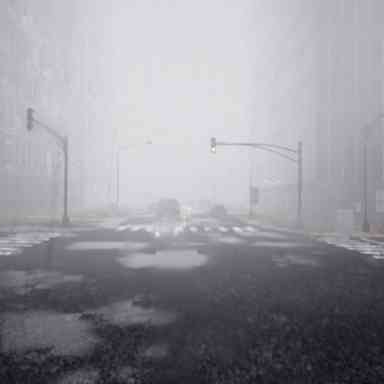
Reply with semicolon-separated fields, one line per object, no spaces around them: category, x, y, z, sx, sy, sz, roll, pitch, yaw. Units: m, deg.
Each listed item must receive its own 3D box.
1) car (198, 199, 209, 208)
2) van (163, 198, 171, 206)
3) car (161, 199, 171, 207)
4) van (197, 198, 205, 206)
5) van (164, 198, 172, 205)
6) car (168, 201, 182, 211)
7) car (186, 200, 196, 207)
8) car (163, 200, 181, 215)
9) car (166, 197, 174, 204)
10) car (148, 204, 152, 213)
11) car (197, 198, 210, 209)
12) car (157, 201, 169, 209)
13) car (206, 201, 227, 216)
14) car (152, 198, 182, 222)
car;2.336;2.319;67.235;1.967;1.590;4.097;0;-1;-1
van;-5.817;2.319;78.092;1.690;1.788;3.998;0;-1;-1
car;-5.680;2.352;72.565;1.967;1.590;4.097;0;-1;-1
van;2.061;2.351;78.287;1.690;1.788;3.998;0;-1;-1
van;-5.954;2.384;83.617;1.690;1.788;3.998;0;-1;-1
car;-2.735;2.245;53.843;2.033;1.411;5.357;0;-1;-1
car;-0.316;2.436;70.832;1.812;1.442;4.674;0;-1;-1
car;-2.439;1.899;41.547;2.097;1.767;4.553;0;-1;-1
car;-6.229;2.489;94.668;2.192;1.841;5.009;0;-1;-1
car;-4.993;2.161;44.935;1.802;1.307;4.206;0;-1;-1
car;2.474;2.128;61.711;2.192;1.841;5.009;0;-1;-1
car;-5.405;2.347;61.512;1.947;1.339;4.313;0;-1;-1
car;3.071;2.109;39.608;1.947;1.339;4.313;0;-1;-1
car;-2.191;1.644;31.614;2.150;2.045;5.566;0;-1;-1
